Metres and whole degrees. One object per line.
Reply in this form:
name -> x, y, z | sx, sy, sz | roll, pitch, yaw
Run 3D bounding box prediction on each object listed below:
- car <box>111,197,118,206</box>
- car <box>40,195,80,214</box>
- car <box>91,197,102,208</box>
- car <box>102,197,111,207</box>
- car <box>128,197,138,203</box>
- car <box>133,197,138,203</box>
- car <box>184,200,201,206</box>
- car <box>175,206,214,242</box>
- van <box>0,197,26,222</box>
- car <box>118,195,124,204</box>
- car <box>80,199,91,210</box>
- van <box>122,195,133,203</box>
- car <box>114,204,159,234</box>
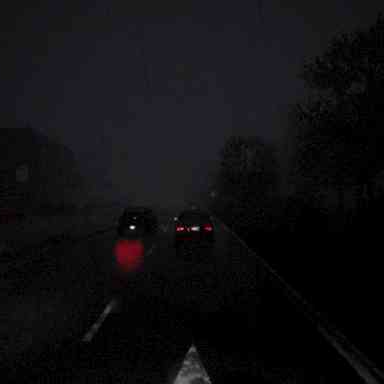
car -> -15.513, 1.684, 60.487 | 2.185, 1.767, 4.553 | 0, 0, 0
car -> -15.459, 1.426, 38.453 | 2.435, 2.045, 5.566 | 0, 0, 0
car -> -15.487, 1.744, 49.411 | 2.231, 1.521, 4.892 | 0, 0, 0
car -> -15.500, 1.651, 54.962 | 2.185, 1.767, 4.553 | 0, 0, 0
car -> -15.601, 2.017, 88.146 | 2.002, 1.452, 4.674 | -2, 0, 0
car -> -15.570, 1.973, 82.650 | 2.163, 1.488, 4.792 | 0, 0, 0
car -> 0.098, 1.710, 39.741 | 1.882, 1.535, 5.008 | 0, 0, 0
car -> 0.094, 1.646, 16.791 | 2.033, 1.411, 5.357 | 0, 0, 0
van -> -15.431, 1.383, 27.190 | 1.878, 1.987, 4.442 | 0, 0, 0
car -> -15.528, 1.884, 66.107 | 2.002, 1.452, 4.674 | 0, 0, 0
car -> -15.473, 1.710, 43.885 | 2.097, 1.535, 5.008 | 0, 0, 0
van -> -15.555, 1.684, 77.040 | 1.878, 1.987, 4.442 | 0, 0, 0
car -> -3.150, 1.622, 19.988 | 1.837, 1.490, 4.892 | 0, 0, 0
